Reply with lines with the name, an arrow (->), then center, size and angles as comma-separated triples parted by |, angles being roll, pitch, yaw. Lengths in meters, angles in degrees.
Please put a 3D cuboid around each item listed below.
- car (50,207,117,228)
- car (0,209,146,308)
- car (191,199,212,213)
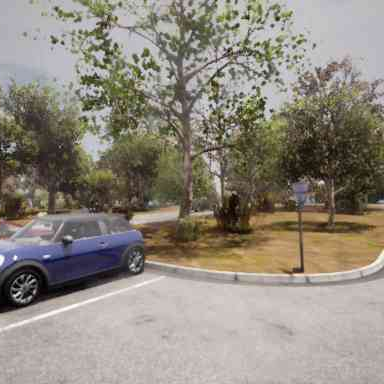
car -> -8.402, 1.962, 26.185 | 1.895, 1.301, 4.718 | -3, -1, 36
car -> -3.267, 1.352, 8.172 | 2.185, 1.767, 4.553 | 0, 0, 35
car -> 0.869, 1.618, 39.138 | 1.812, 1.442, 4.674 | -3, -1, 35
